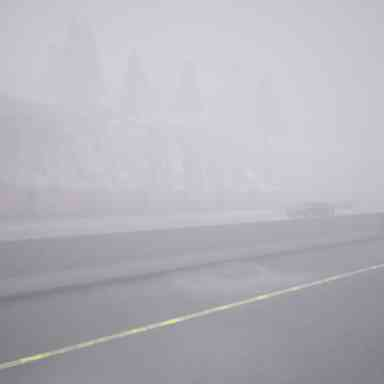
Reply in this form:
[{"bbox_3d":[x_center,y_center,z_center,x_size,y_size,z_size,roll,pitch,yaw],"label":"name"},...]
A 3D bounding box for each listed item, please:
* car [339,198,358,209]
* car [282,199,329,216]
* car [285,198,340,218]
[{"bbox_3d":[19.250,1.522,42.993,5.357,1.411,2.033,0,0,-34],"label":"car"},{"bbox_3d":[11.515,1.459,33.519,5.008,1.535,1.882,0,0,-34],"label":"car"},{"bbox_3d":[10.152,1.491,28.335,4.892,1.490,1.837,1,0,-35],"label":"car"}]
